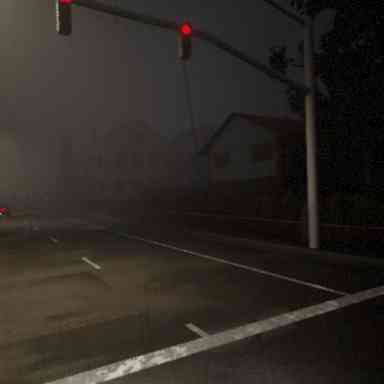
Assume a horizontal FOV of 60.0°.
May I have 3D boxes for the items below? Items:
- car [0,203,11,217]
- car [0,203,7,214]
[{"bbox_3d":[-21.628,2.114,37.568,1.837,1.490,4.892,-2,0,-31],"label":"car"},{"bbox_3d":[-27.005,2.287,46.369,1.812,1.442,4.674,-2,0,-31],"label":"car"}]
